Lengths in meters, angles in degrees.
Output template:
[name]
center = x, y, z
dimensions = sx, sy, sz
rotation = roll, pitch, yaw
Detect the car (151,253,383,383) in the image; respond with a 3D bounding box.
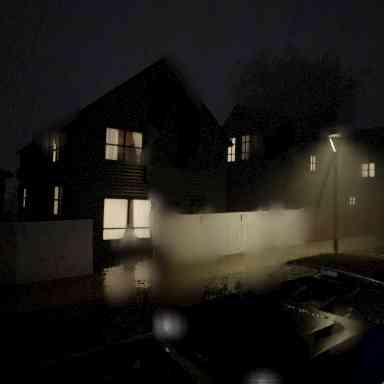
[car]
center = 1.886, 1.606, 4.417
dimensions = 4.718, 1.301, 1.895
rotation = 0, 0, -36
